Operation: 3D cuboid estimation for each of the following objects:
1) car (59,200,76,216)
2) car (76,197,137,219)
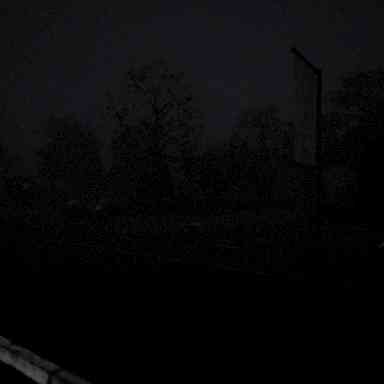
[{"bbox_3d":[-9.307,1.356,29.138,2.002,1.452,4.674,0,0,35],"label":"car"},{"bbox_3d":[-6.683,1.206,27.356,2.185,1.767,4.553,0,0,35],"label":"car"}]
